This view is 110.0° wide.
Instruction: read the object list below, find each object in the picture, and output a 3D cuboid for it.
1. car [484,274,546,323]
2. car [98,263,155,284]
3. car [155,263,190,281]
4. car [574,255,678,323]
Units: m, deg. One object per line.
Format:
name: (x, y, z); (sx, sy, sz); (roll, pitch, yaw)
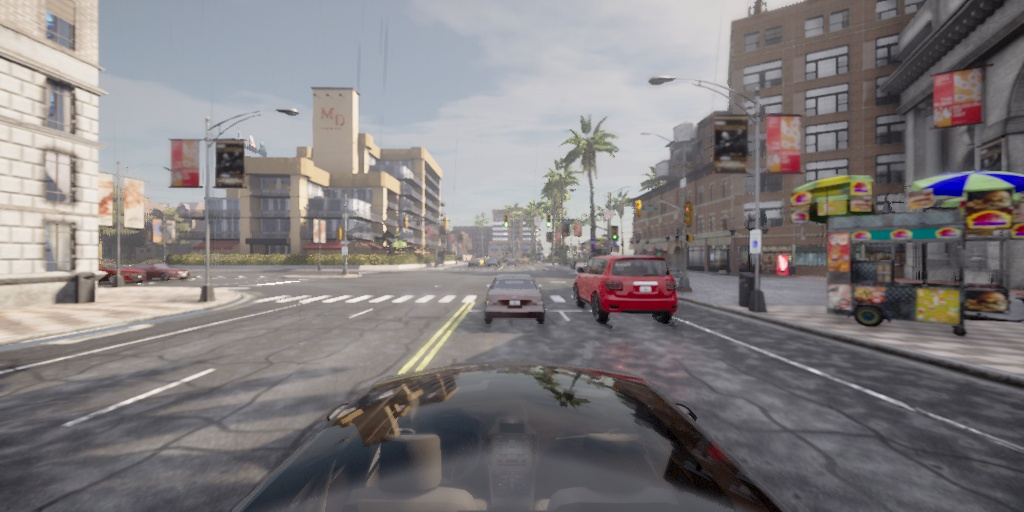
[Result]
car: (0.080, 1.297, 12.100); (2.033, 1.411, 5.357); (0, 0, 0)
car: (-29.391, 1.227, 25.873); (5.008, 1.535, 1.882); (0, 0, -1)
car: (-29.183, 1.275, 29.375); (4.674, 1.442, 1.812); (0, 0, 0)
car: (3.587, 0.972, 12.301); (2.150, 2.045, 5.566); (0, 0, 0)
